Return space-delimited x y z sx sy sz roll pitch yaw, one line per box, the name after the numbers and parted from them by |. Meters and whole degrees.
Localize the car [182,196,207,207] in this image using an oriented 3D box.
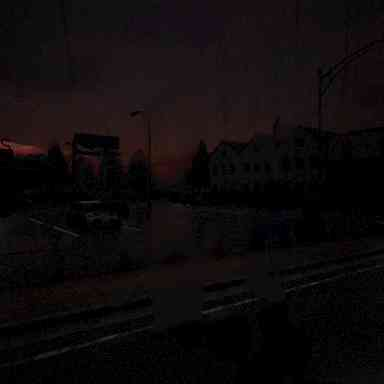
0.407 1.349 48.836 1.812 1.442 4.674 0 0 -36 | car

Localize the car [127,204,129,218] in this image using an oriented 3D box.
-6.480 1.313 25.732 2.007 1.523 4.514 0 0 -36 | car

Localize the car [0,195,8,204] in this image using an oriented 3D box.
-39.242 1.495 66.078 4.611 1.667 2.242 0 0 -36 | car

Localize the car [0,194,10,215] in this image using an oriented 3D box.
-17.955 1.113 29.821 1.932 1.855 4.605 0 0 -36 | car

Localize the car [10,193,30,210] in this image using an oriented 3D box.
-19.870 1.092 38.130 1.905 1.878 3.866 0 0 -36 | car

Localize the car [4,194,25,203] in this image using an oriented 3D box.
-39.017 1.328 73.206 3.866 1.878 1.905 0 0 -36 | car

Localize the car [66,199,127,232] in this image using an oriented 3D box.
-5.347 1.248 17.869 1.970 1.475 3.806 0 0 -36 | car

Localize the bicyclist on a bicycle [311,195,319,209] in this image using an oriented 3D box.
13.626 1.124 36.816 1.656 1.620 0.582 0 0 -35 | bicyclist on a bicycle
